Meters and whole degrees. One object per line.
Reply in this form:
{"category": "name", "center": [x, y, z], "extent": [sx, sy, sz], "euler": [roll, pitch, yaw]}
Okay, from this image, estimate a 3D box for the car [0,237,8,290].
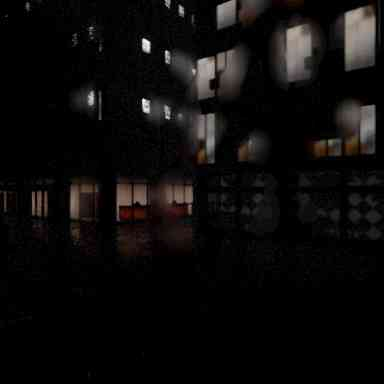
{"category": "car", "center": [-5.893, 1.258, 7.087], "extent": [5.009, 1.841, 2.192], "euler": [0, 0, 36]}
